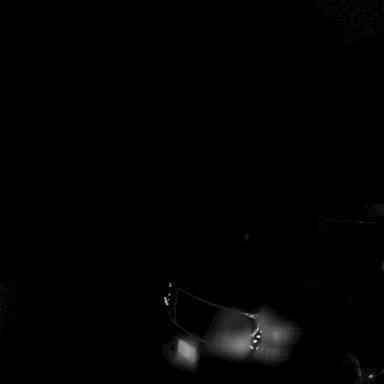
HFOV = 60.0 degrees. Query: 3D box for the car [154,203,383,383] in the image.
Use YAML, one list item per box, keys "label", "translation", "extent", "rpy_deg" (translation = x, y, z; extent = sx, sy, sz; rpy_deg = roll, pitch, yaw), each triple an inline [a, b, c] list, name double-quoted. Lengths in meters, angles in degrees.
- label: "car"
  translation: [2.191, 1.221, 4.914]
  extent: [5.566, 2.045, 2.150]
  rpy_deg: [0, 0, -36]
